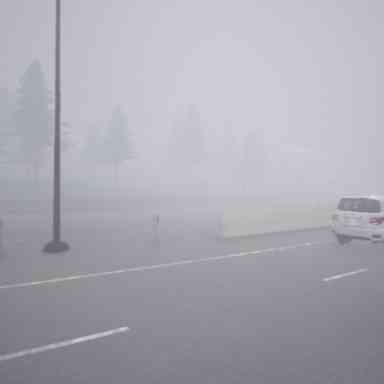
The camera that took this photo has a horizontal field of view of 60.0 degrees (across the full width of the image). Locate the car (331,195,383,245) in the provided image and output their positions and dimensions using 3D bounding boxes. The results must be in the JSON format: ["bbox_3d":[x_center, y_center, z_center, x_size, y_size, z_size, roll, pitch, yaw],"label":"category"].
[{"bbox_3d":[8.080,1.153,13.895,5.566,2.045,2.150,0,1,-37],"label":"car"}]
